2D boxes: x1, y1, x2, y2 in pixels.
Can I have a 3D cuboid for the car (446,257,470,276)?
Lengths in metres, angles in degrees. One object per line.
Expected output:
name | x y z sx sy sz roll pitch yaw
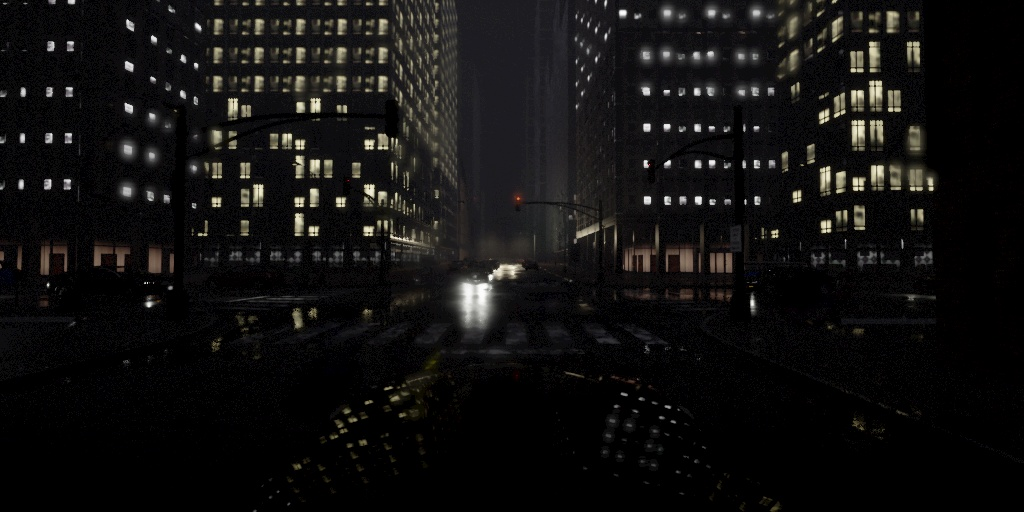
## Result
car | -5.693 1.203 37.634 1.967 1.591 4.097 0 0 0

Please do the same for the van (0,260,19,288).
van | -33.440 1.132 22.232 3.998 1.789 1.690 0 0 0

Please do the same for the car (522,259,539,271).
car | 2.686 1.350 48.847 1.802 1.307 4.207 0 0 0

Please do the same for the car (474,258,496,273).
car | -3.096 1.290 40.415 1.812 1.442 4.674 0 0 0

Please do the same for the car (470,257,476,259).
car | -5.694 1.082 48.784 2.192 1.841 5.009 0 0 0

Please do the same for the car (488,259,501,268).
car | -3.061 1.321 62.795 2.033 1.411 5.357 0 0 0

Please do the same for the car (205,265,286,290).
car | -16.494 1.255 22.196 4.097 1.591 1.967 0 0 0

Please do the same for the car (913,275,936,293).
car | 24.974 1.314 19.528 5.008 1.535 1.882 0 -1 0

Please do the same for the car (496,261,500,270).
car | -3.101 1.333 52.449 1.994 1.385 4.181 0 0 0

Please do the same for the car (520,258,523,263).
car | 2.686 1.298 60.172 1.751 1.417 4.829 0 0 0

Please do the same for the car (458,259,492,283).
car | -2.829 1.251 28.572 2.128 1.511 4.902 0 0 -4

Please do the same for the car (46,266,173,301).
car | -18.089 1.191 16.424 4.902 1.511 2.128 0 -1 0

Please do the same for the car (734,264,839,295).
car | 14.872 1.321 19.553 4.892 1.490 1.837 0 -1 0

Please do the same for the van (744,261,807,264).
van | 15.979 1.210 22.125 3.998 1.789 1.690 0 0 0
